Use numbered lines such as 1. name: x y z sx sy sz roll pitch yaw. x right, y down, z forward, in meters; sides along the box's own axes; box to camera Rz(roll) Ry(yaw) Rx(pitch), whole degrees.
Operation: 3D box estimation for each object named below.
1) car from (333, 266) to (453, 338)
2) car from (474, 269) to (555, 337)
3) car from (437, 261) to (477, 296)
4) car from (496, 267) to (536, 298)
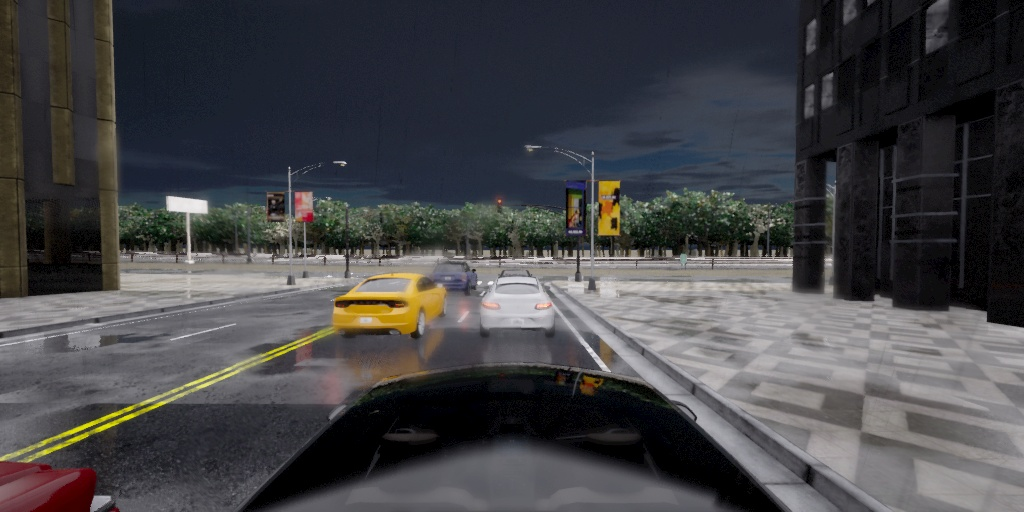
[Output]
1. car: -3.114 1.223 10.157 1.882 1.535 5.008 0 0 0
2. car: 0.138 1.271 10.166 1.812 1.442 4.674 0 0 0
3. car: -3.072 1.093 19.339 2.097 1.767 4.553 0 0 0
4. car: 0.180 1.342 19.328 1.895 1.301 4.718 0 0 0
